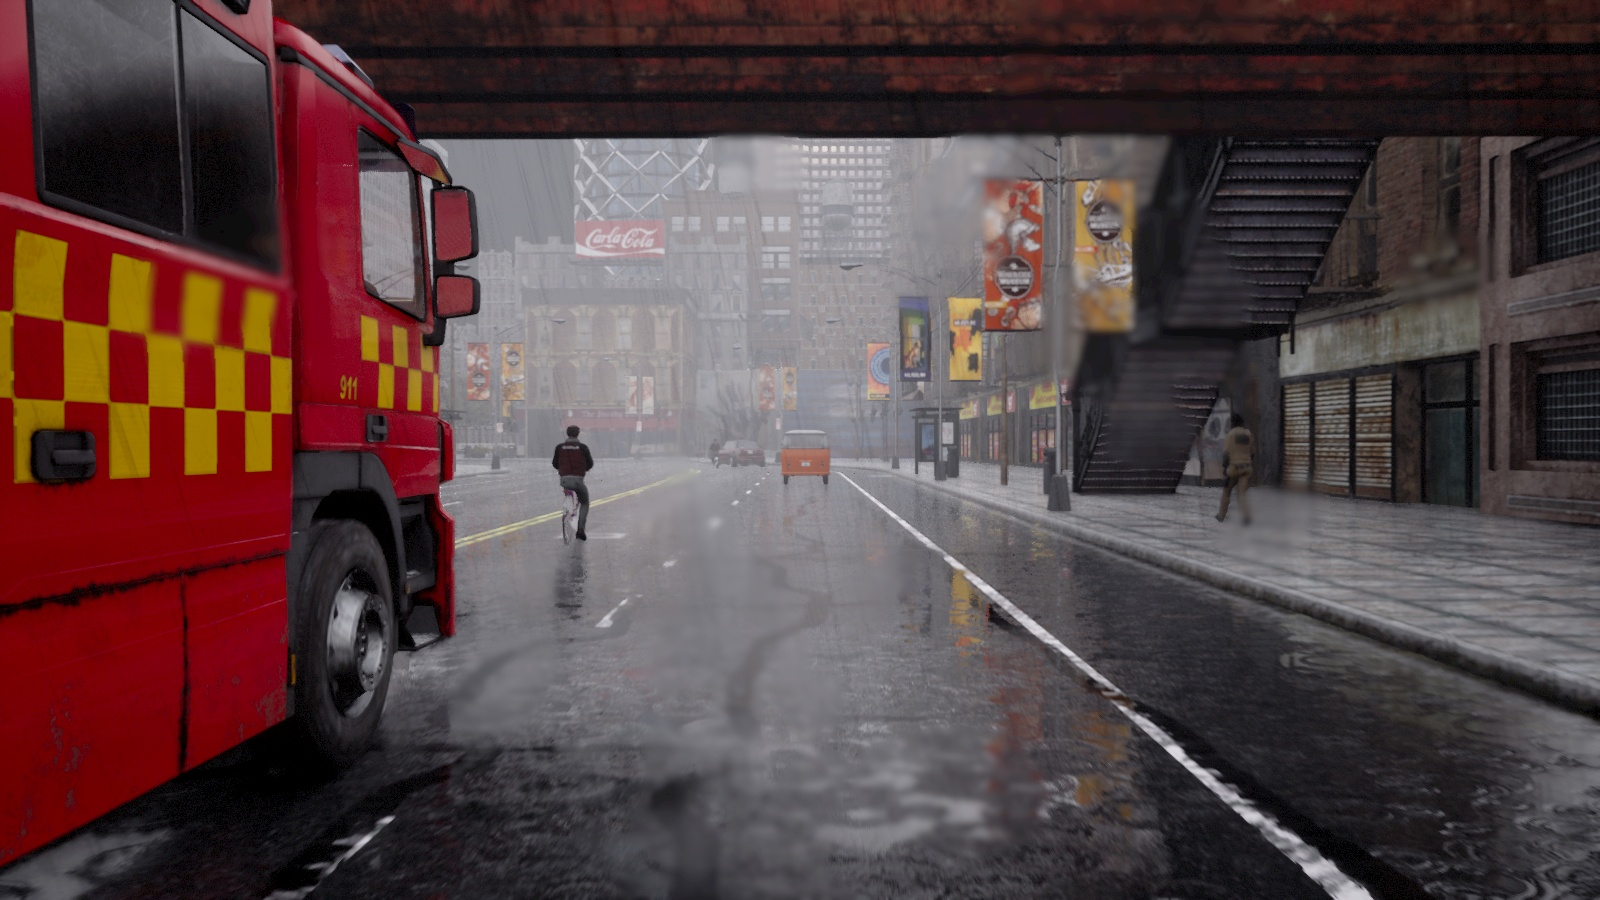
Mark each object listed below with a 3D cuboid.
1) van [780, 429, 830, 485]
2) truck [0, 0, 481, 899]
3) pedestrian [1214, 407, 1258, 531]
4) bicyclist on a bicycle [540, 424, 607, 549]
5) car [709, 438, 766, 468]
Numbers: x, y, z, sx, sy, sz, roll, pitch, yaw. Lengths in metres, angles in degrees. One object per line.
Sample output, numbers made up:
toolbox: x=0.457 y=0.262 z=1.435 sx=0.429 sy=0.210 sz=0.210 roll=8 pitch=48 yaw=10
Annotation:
van: x=0.196 y=0.235 z=46.945 sx=1.775 sy=1.987 sz=4.442 roll=0 pitch=0 yaw=0
truck: x=-3.445 y=-0.441 z=3.494 sx=2.891 sy=3.827 sz=8.468 roll=0 pitch=0 yaw=1
pedestrian: x=6.933 y=0.297 z=19.983 sx=0.396 sy=1.930 sz=0.692 roll=0 pitch=0 yaw=-6
bicyclist on a bicycle: x=-3.340 y=0.509 z=18.661 sx=0.659 sy=1.776 sz=1.843 roll=0 pitch=1 yaw=0
car: x=-3.927 y=0.160 z=78.322 sx=2.097 sy=1.767 sz=4.553 roll=0 pitch=0 yaw=-23
